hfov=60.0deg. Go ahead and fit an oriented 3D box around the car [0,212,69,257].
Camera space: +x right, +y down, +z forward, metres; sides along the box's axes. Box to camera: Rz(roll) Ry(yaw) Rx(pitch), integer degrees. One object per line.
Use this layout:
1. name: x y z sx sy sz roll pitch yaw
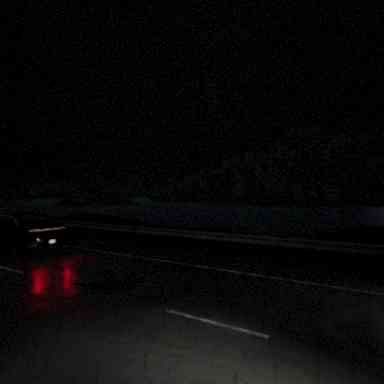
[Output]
1. car: -6.949 1.556 13.268 4.902 1.511 2.128 0 0 36
